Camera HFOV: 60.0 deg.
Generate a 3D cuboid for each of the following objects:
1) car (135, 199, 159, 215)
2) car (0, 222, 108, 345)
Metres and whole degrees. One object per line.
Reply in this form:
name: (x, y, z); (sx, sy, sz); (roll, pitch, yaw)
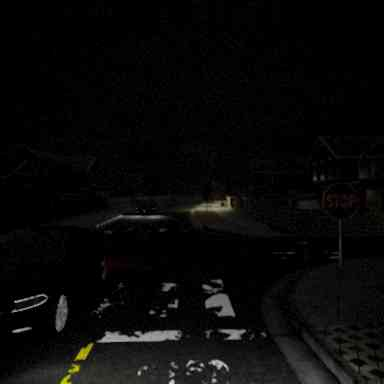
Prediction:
car: (-4.314, 1.468, 32.495); (1.837, 1.490, 4.892); (0, 0, 0)
car: (-3.038, 1.459, 6.756); (1.882, 1.535, 5.008); (0, 0, -3)
